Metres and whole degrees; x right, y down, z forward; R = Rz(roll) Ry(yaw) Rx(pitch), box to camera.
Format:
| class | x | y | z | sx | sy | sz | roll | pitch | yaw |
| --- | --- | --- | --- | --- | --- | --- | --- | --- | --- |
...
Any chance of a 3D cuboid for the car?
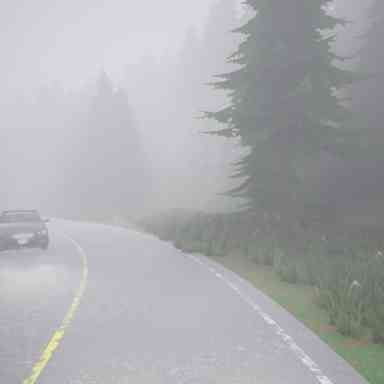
| class | x | y | z | sx | sy | sz | roll | pitch | yaw |
| --- | --- | --- | --- | --- | --- | --- | --- | --- | --- |
| car | -7.136 | 1.493 | 13.840 | 2.128 | 1.511 | 4.902 | 0 | 0 | -29 |
